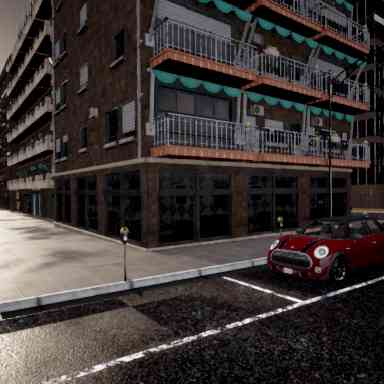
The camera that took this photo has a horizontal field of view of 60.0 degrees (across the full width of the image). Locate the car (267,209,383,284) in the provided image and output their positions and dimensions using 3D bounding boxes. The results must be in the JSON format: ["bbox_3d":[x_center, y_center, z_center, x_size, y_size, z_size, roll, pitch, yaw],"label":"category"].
[{"bbox_3d":[4.009,1.438,9.450,4.097,1.590,1.967,0,-1,-36],"label":"car"}]
